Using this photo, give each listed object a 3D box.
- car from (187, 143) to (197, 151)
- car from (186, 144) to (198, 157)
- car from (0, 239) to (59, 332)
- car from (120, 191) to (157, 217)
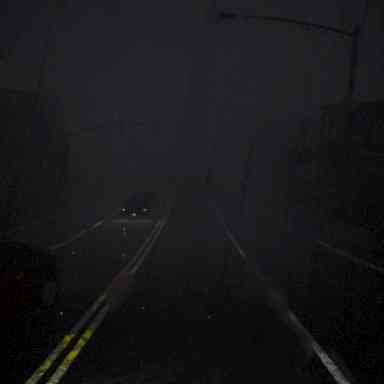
[{"bbox_3d":[0.003,-9.844,72.933,1.994,1.385,4.181,0,12,0],"label":"car"},{"bbox_3d":[0.003,-7.782,63.164,2.097,1.767,4.553,0,12,0],"label":"car"},{"bbox_3d":[-3.590,1.505,4.996,1.812,1.442,4.674,0,0,0],"label":"car"},{"bbox_3d":[-3.499,0.688,22.667,2.033,1.411,5.357,0,6,0],"label":"car"}]
